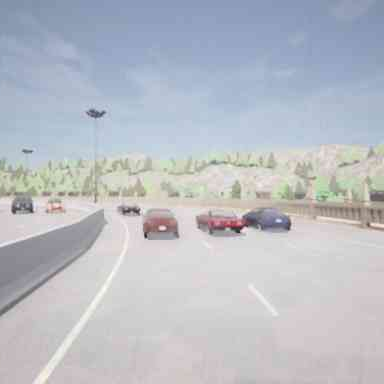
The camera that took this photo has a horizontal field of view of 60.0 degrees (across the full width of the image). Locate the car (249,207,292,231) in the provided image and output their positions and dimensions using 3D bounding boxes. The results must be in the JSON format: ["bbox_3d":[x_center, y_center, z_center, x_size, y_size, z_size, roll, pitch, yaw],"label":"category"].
[{"bbox_3d":[4.682,1.659,21.444,1.994,1.385,4.181,0,0,-11],"label":"car"}]

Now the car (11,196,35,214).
[{"bbox_3d":[-19.762,1.471,39.012,2.150,2.045,5.566,0,0,-26],"label":"car"}]

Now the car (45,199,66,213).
[{"bbox_3d":[-16.429,1.596,40.035,2.097,1.767,4.553,0,0,-26],"label":"car"}]

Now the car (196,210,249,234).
[{"bbox_3d":[1.497,1.697,19.811,1.895,1.301,4.718,0,0,-11],"label":"car"}]

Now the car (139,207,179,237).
[{"bbox_3d":[-1.852,1.625,18.626,1.812,1.442,4.674,0,0,-10],"label":"car"}]

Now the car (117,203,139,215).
[{"bbox_3d":[-7.058,1.803,36.586,1.895,1.301,4.718,0,0,-21],"label":"car"}]
